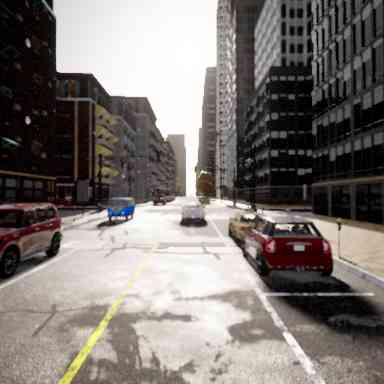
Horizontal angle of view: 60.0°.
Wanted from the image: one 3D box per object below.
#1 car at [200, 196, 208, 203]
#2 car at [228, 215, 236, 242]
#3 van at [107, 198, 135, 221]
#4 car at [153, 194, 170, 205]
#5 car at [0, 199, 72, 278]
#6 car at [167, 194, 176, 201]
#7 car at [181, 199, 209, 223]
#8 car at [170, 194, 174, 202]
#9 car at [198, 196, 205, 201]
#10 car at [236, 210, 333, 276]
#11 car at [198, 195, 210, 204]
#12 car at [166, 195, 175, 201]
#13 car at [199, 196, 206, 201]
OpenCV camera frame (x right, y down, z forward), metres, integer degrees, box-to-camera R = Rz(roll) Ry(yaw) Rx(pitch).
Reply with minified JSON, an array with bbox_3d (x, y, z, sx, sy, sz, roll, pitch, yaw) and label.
[{"bbox_3d":[2.678,1.655,76.454,1.752,1.417,4.829,0,0,0],"label":"car"},{"bbox_3d":[2.704,1.524,16.014,1.752,1.417,4.829,1,0,0],"label":"car"},{"bbox_3d":[-5.665,1.349,26.889,1.690,1.788,3.998,1,0,0],"label":"van"},{"bbox_3d":[-5.696,1.388,59.294,2.192,1.841,5.009,0,0,0],"label":"car"},{"bbox_3d":[-5.689,1.312,10.318,2.192,1.841,5.009,1,0,0],"label":"car"},{"bbox_3d":[-5.705,1.519,93.272,2.192,1.841,5.009,0,0,0],"label":"car"},{"bbox_3d":[0.096,1.532,25.824,1.812,1.442,4.674,0,0,0],"label":"car"},{"bbox_3d":[-5.702,1.694,76.281,1.947,1.339,4.313,0,0,0],"label":"car"},{"bbox_3d":[2.673,1.771,93.272,1.947,1.339,4.313,0,0,0],"label":"car"},{"bbox_3d":[2.704,1.438,10.320,1.967,1.590,4.097,1,0,0],"label":"car"},{"bbox_3d":[2.681,1.615,65.129,1.752,1.417,4.829,0,0,0],"label":"car"},{"bbox_3d":[-5.705,1.617,87.607,1.967,1.590,4.097,0,0,0],"label":"car"},{"bbox_3d":[2.675,1.704,87.779,1.752,1.417,4.829,0,0,0],"label":"car"}]
